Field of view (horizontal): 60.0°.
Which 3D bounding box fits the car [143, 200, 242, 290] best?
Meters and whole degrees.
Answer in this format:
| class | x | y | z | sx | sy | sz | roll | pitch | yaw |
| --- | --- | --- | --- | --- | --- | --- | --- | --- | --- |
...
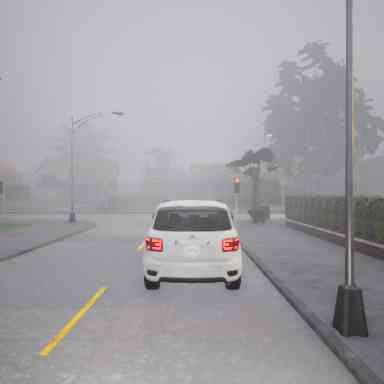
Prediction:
| class | x | y | z | sx | sy | sz | roll | pitch | yaw |
| --- | --- | --- | --- | --- | --- | --- | --- | --- | --- |
| car | 0.026 | 1.221 | 9.227 | 2.150 | 2.045 | 5.566 | 0 | 0 | 0 |
